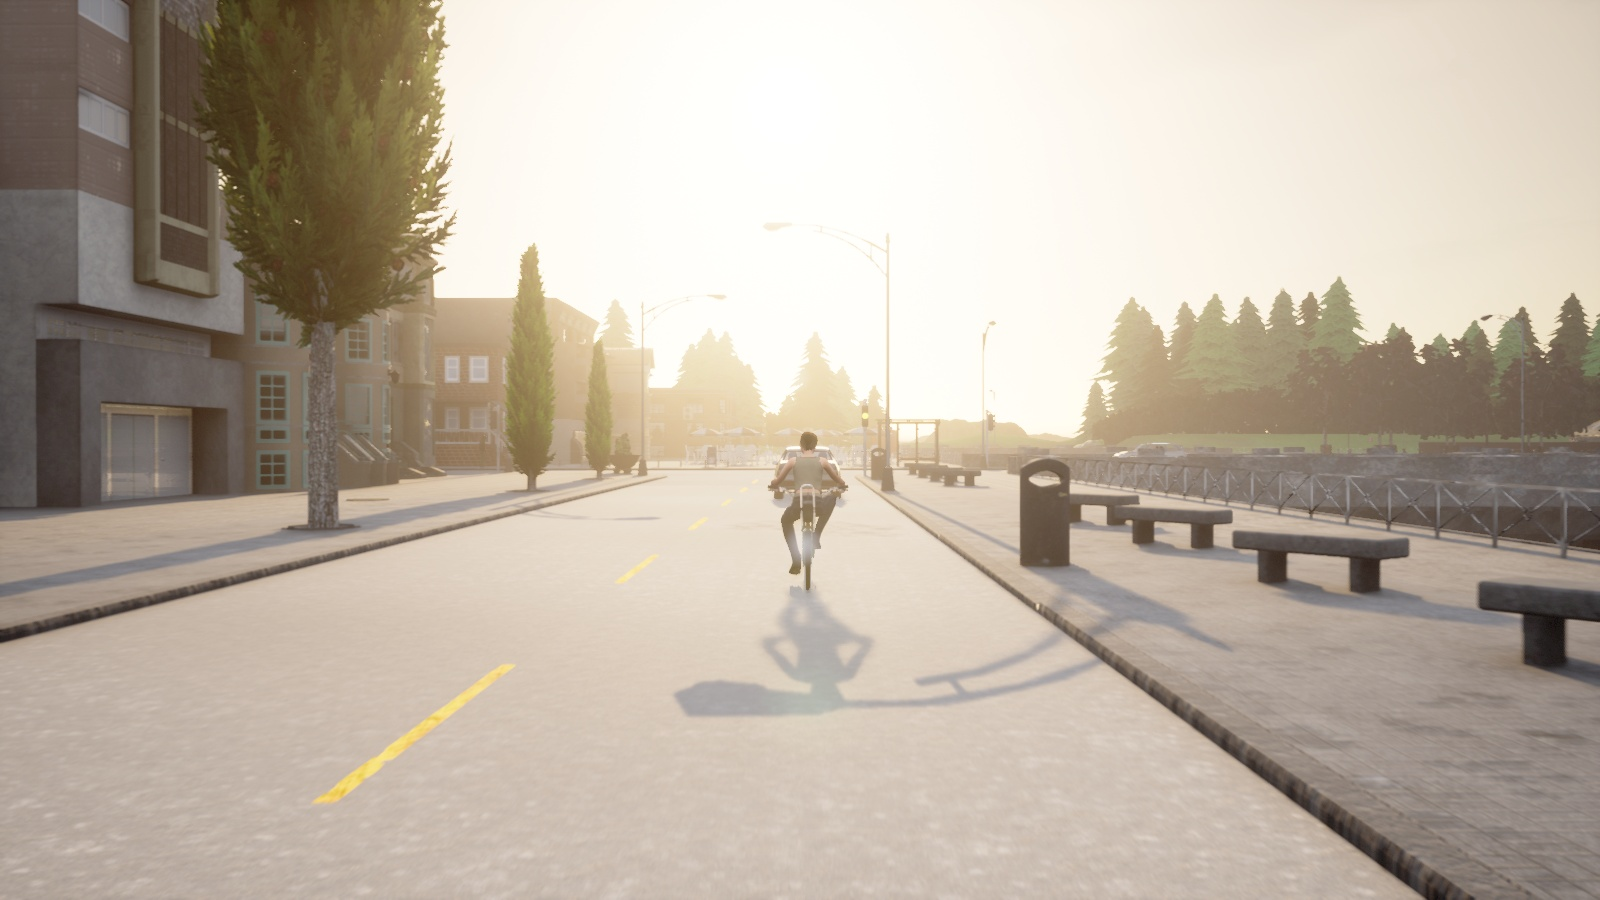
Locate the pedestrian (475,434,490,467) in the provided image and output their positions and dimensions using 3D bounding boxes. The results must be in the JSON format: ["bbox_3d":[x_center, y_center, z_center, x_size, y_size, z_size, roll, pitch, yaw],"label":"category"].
[{"bbox_3d":[-17.870,0.044,70.660,0.703,1.840,0.431,0,0,1],"label":"pedestrian"}]

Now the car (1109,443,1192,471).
[{"bbox_3d":[18.440,0.354,66.166,3.806,1.475,1.970,0,0,0],"label":"car"}]

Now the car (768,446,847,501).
[{"bbox_3d":[0.210,0.596,35.200,2.033,1.411,5.357,0,0,0],"label":"car"}]

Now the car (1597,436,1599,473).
[{"bbox_3d":[41.912,0.226,62.039,3.866,1.878,1.905,0,0,0],"label":"car"}]

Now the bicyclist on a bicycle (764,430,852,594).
[{"bbox_3d":[0.084,0.609,13.118,0.866,1.612,1.509,0,0,1],"label":"bicyclist on a bicycle"}]
